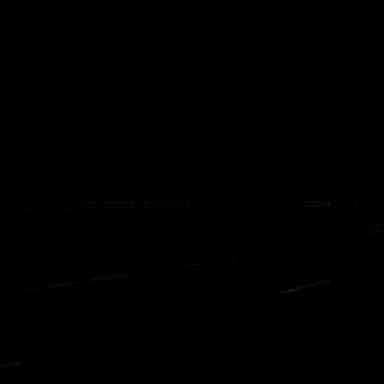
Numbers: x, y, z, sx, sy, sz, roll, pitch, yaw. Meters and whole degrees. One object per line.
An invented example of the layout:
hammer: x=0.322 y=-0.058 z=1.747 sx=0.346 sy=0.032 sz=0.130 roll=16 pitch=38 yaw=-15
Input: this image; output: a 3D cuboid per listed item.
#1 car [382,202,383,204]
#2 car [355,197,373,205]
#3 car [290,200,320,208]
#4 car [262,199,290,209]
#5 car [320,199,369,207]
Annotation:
car: x=27.809 y=1.604 z=45.274 sx=5.008 sy=1.535 sz=1.882 roll=1 pitch=0 yaw=-35
car: x=26.961 y=1.615 z=53.224 sx=5.008 sy=1.535 sz=1.882 roll=0 pitch=0 yaw=-35
car: x=12.665 y=1.604 z=34.511 sx=4.674 sy=1.442 sz=1.812 roll=0 pitch=0 yaw=-35
car: x=11.253 y=1.634 z=42.092 sx=5.357 sy=1.411 sz=2.033 roll=0 pitch=0 yaw=-35
car: x=14.432 y=1.641 z=31.472 sx=4.181 sy=1.385 sz=1.994 roll=0 pitch=0 yaw=-35
